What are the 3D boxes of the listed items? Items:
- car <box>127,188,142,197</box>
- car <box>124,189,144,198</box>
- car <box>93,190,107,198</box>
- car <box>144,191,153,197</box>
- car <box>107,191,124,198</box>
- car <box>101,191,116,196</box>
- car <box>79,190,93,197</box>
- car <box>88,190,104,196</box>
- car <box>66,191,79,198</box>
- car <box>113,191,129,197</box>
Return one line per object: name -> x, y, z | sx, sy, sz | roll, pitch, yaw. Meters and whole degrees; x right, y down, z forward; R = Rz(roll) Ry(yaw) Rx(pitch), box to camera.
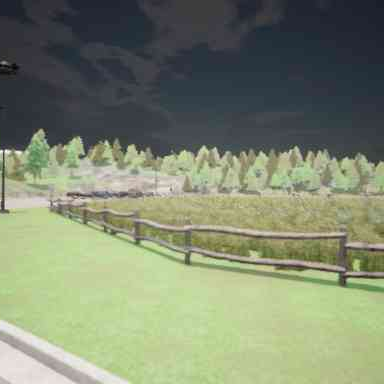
car -> -14.559, 0.152, 84.433 | 2.150, 2.045, 5.566 | 1, 1, 10
car -> -12.881, 0.687, 74.036 | 1.837, 1.490, 4.892 | 1, 1, 10
car -> -19.765, 0.448, 75.288 | 2.097, 1.767, 4.553 | 1, 1, 10
car -> -11.124, 0.527, 83.787 | 1.994, 1.385, 4.181 | 1, 1, 10
car -> -16.415, 0.619, 74.152 | 1.882, 1.535, 5.008 | 1, 1, 10
car -> -21.452, 0.426, 85.676 | 1.895, 1.301, 4.718 | 1, 1, 10
car -> -23.231, 0.607, 75.803 | 1.994, 1.385, 4.181 | 1, 1, 10
car -> -24.900, 0.261, 86.265 | 1.882, 1.535, 5.008 | 1, 1, 10
car -> -26.748, 0.476, 76.012 | 1.882, 1.535, 5.008 | 1, 1, 10
car -> -18.012, 0.419, 85.026 | 2.033, 1.411, 5.357 | 1, 1, 10
